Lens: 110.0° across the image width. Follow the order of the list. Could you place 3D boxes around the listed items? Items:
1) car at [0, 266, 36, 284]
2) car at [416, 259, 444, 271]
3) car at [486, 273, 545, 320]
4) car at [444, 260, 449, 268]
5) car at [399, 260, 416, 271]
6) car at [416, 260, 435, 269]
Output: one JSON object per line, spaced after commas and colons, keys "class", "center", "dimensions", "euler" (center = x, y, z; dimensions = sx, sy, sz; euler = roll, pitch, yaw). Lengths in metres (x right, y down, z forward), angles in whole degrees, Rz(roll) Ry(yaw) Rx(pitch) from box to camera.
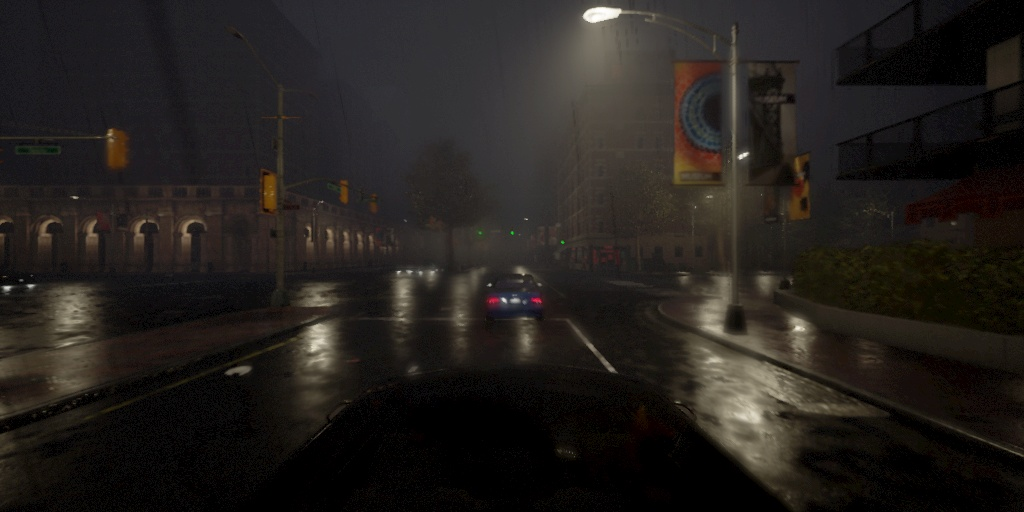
{"class": "car", "center": [-37.464, 1.344, 25.436], "dimensions": [5.357, 1.411, 2.033], "euler": [0, 0, 0]}
{"class": "car", "center": [-11.551, 1.199, 50.789], "dimensions": [2.097, 1.767, 4.553], "euler": [0, 0, 0]}
{"class": "car", "center": [0.102, 1.319, 12.614], "dimensions": [2.033, 1.411, 5.357], "euler": [0, 0, 0]}
{"class": "car", "center": [-11.493, 1.427, 59.428], "dimensions": [1.994, 1.385, 4.181], "euler": [0, 0, 0]}
{"class": "car", "center": [-15.036, 1.328, 52.828], "dimensions": [1.882, 1.535, 5.008], "euler": [0, 0, 0]}
{"class": "car", "center": [-14.966, 1.417, 62.582], "dimensions": [2.033, 1.411, 5.357], "euler": [0, 0, 0]}
